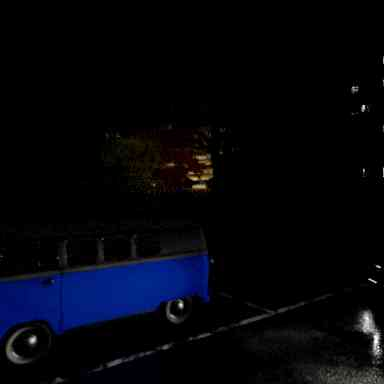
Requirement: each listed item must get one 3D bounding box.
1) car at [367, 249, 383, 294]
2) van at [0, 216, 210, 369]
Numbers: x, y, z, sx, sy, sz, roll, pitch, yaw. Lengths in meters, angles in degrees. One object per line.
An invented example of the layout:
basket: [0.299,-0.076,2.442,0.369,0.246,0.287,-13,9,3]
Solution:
car: [5.894,1.493,7.577,4.902,1.511,2.128,0,0,-35]
van: [-1.586,1.341,5.433,3.998,1.788,1.690,0,0,-36]
